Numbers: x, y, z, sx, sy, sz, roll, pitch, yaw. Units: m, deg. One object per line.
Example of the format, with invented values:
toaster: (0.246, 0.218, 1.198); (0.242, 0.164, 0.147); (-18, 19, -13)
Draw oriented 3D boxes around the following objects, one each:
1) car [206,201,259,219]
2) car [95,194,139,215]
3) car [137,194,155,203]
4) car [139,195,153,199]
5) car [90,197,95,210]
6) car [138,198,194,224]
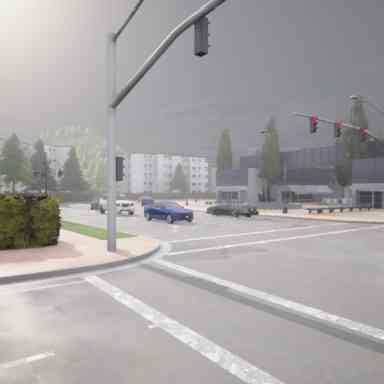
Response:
car: (3.523, 1.547, 29.750); (2.033, 1.411, 5.357); (0, 0, -36)
car: (-7.659, 1.221, 33.513); (2.150, 2.045, 5.566); (0, 0, -32)
car: (-9.346, 1.352, 68.092); (2.097, 1.767, 4.553); (0, 0, 15)
car: (-7.174, 1.477, 54.641); (1.882, 1.535, 5.008); (0, 0, -5)
car: (-11.973, 1.352, 42.899); (2.097, 1.767, 4.553); (0, 0, -17)
car: (-1.850, 1.478, 25.334); (1.882, 1.535, 5.008); (0, 0, -37)
